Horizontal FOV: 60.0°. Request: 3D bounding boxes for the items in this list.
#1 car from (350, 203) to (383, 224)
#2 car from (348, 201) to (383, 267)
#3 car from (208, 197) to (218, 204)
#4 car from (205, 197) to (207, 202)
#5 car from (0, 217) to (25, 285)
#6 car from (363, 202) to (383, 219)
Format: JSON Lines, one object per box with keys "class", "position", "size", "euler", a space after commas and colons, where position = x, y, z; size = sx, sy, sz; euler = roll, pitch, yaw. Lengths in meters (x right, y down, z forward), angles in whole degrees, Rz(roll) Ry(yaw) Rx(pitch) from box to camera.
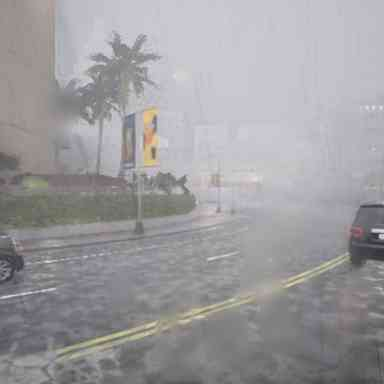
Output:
{"class": "car", "position": [14.845, 1.723, 27.768], "size": [2.128, 1.511, 4.902], "euler": [0, -1, 15]}
{"class": "car", "position": [6.864, 1.314, 11.009], "size": [2.150, 2.045, 5.566], "euler": [0, 0, 39]}
{"class": "car", "position": [5.630, 2.204, 82.956], "size": [2.097, 1.535, 5.008], "euler": [0, -1, -1]}
{"class": "car", "position": [5.390, 2.135, 89.380], "size": [2.185, 1.767, 4.553], "euler": [0, -1, -1]}
{"class": "car", "position": [-6.675, 1.431, 8.073], "size": [4.553, 1.767, 2.097], "euler": [0, -1, -36]}
{"class": "car", "position": [19.313, 1.769, 33.452], "size": [2.128, 1.511, 4.902], "euler": [0, -1, 6]}
